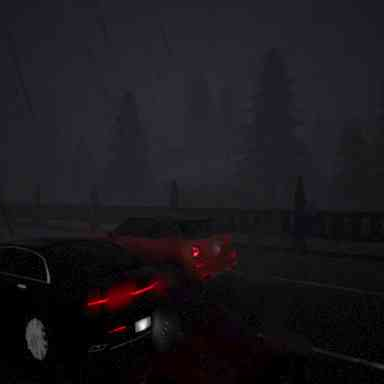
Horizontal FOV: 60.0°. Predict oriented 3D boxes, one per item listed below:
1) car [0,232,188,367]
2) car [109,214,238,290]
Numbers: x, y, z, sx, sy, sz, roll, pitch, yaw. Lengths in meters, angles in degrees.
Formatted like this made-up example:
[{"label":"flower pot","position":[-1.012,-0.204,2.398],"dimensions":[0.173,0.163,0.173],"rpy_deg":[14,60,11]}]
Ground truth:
[{"label":"car","position":[-2.627,1.542,5.867],"dimensions":[4.892,1.490,1.837],"rpy_deg":[0,0,36]},{"label":"car","position":[-1.132,1.394,9.100],"dimensions":[4.553,1.767,2.097],"rpy_deg":[0,0,36]}]
